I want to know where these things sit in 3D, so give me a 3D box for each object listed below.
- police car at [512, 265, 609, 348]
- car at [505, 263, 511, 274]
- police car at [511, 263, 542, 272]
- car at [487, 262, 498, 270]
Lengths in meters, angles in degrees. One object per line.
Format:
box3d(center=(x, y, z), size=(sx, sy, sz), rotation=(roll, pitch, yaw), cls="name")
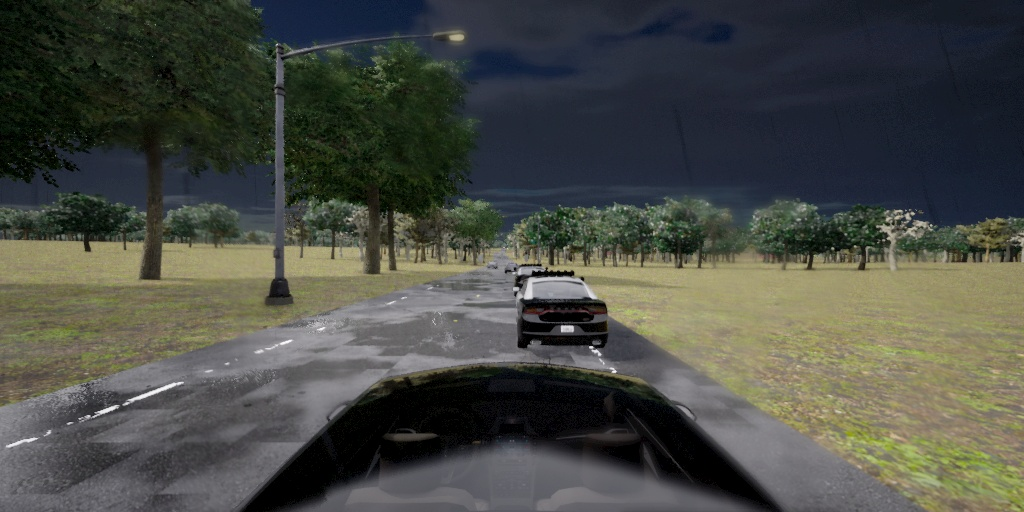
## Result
box3d(center=(1.051, 1.188, 9.389), size=(1.930, 1.638, 5.238), rotation=(0, 0, 0), cls="police car")
box3d(center=(0.032, 1.601, 47.831), size=(1.994, 1.385, 4.181), rotation=(0, -1, 0), cls="car")
box3d(center=(1.053, 1.231, 19.394), size=(1.930, 1.638, 5.238), rotation=(0, 0, 0), cls="police car")
box3d(center=(-3.576, 1.733, 64.887), size=(1.812, 1.442, 4.674), rotation=(0, -1, 0), cls="car")
